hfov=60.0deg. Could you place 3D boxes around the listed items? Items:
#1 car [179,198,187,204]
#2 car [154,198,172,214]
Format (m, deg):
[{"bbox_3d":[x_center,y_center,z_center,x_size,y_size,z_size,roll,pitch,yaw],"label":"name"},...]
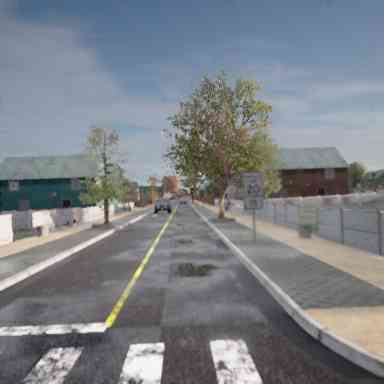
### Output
[{"bbox_3d":[-2.469,2.702,91.618,1.994,1.385,4.181,-2,-1,-2],"label":"car"},{"bbox_3d":[-3.970,1.872,45.792,2.150,2.045,5.566,-2,-1,-2],"label":"car"}]
